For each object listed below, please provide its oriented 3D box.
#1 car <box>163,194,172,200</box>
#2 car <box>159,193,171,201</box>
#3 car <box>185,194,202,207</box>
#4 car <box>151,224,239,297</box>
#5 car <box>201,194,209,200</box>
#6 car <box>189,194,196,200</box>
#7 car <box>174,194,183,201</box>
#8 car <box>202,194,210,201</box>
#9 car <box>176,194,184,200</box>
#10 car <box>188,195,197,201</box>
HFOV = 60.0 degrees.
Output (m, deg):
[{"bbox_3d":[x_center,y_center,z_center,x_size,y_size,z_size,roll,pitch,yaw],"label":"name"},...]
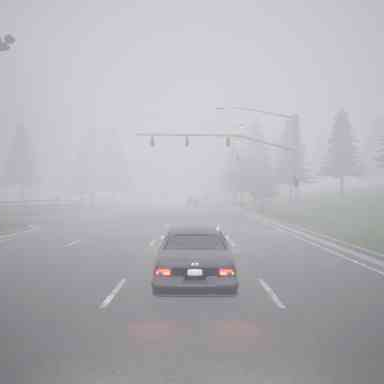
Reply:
[{"bbox_3d":[-6.902,1.385,93.836,1.994,1.385,4.181,0,0,0],"label":"car"},{"bbox_3d":[-6.913,1.217,83.446,2.150,2.045,5.566,0,0,0],"label":"car"},{"bbox_3d":[0.053,1.352,52.765,2.097,1.767,4.553,0,0,0],"label":"car"},{"bbox_3d":[0.075,1.547,8.726,2.033,1.411,5.357,0,0,0],"label":"car"},{"bbox_3d":[3.598,1.310,93.825,1.882,1.535,5.008,0,0,0],"label":"car"},{"bbox_3d":[0.098,1.310,93.828,1.882,1.535,5.008,0,0,0],"label":"car"},{"bbox_3d":[-3.413,1.517,83.829,1.812,1.442,4.674,0,0,0],"label":"car"},{"bbox_3d":[3.587,1.492,83.405,1.837,1.490,4.892,0,0,0],"label":"car"},{"bbox_3d":[-3.402,1.358,93.832,2.128,1.511,4.902,0,0,0],"label":"car"},{"bbox_3d":[0.087,1.531,83.408,2.033,1.411,5.357,0,0,0],"label":"car"}]
